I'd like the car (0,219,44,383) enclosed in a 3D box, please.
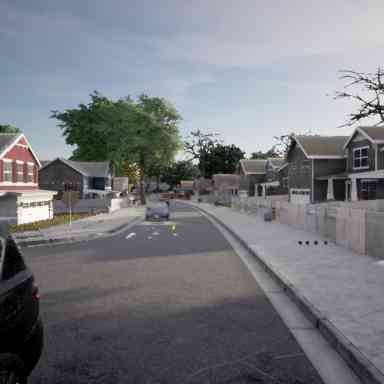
[{"bbox_3d":[-2.646,1.230,1.177,2.150,2.045,5.566,0,0,2],"label":"car"}]

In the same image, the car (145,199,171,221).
[{"bbox_3d":[-2.741,1.565,27.494,1.812,1.442,4.674,0,0,-2],"label":"car"}]
